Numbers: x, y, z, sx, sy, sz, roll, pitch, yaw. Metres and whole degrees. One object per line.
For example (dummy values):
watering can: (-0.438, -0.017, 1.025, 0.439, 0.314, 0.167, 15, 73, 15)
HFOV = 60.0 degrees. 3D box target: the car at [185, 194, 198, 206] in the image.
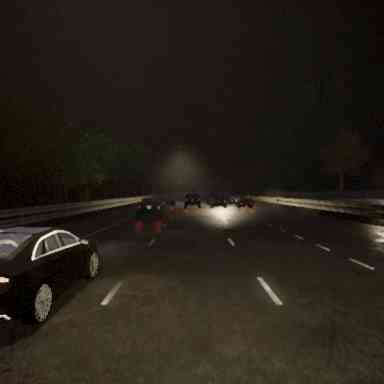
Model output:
car: (-0.035, 1.254, 54.912, 2.097, 1.767, 4.553, 0, 0, 0)

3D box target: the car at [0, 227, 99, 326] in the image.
car: (-3.405, 1.478, 6.997, 2.128, 1.511, 4.902, 0, 0, 0)

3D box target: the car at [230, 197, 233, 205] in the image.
car: (6.967, 1.449, 54.745, 2.033, 1.411, 5.357, 0, 0, 0)

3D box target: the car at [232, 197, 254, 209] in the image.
car: (6.973, 1.516, 44.771, 1.895, 1.301, 4.718, 0, 0, 0)

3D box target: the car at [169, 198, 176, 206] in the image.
car: (-3.434, 1.508, 50.898, 1.895, 1.301, 4.718, 0, 0, 0)

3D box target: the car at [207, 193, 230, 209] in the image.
car: (3.473, 1.268, 44.708, 2.097, 1.767, 4.553, 0, 0, 0)

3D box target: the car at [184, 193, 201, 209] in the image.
car: (0.071, 1.138, 44.517, 2.150, 2.045, 5.566, 0, 0, 0)

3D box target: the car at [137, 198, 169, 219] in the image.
car: (-3.420, 1.297, 28.669, 2.097, 1.767, 4.553, 0, 0, 0)
